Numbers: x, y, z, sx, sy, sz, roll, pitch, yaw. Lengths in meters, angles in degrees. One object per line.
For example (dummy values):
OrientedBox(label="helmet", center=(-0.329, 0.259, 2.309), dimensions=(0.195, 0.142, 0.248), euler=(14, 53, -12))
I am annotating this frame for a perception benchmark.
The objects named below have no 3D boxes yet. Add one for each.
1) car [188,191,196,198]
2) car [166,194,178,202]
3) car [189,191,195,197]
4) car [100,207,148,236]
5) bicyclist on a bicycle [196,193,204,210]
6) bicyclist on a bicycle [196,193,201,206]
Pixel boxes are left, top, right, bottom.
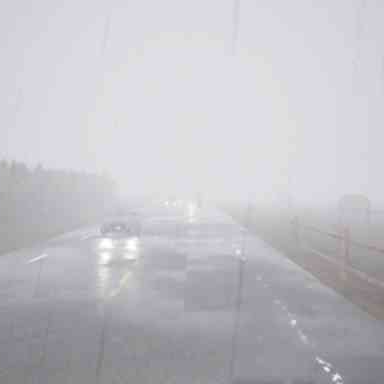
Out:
OrientedBox(label="car", center=(-0.029, 0.711, 76.941), dimensions=(2.128, 1.511, 4.902), euler=(0, 1, 0))
OrientedBox(label="car", center=(-3.539, 1.042, 58.681), dimensions=(1.895, 1.301, 4.718), euler=(0, 1, 1))
OrientedBox(label="car", center=(-0.035, 0.494, 94.120), dimensions=(1.837, 1.490, 4.892), euler=(0, 1, 0))
OrientedBox(label="car", center=(-3.599, 1.546, 18.140), dimensions=(1.994, 1.385, 4.181), euler=(0, 0, 0))
OrientedBox(label="bicyclist on a bicycle", center=(0.941, 1.187, 37.780), dimensions=(0.866, 1.612, 1.509), euler=(0, 1, 0))
OrientedBox(label="bicyclist on a bicycle", center=(0.948, 0.981, 46.468), dimensions=(0.659, 1.776, 1.843), euler=(0, 1, 0))
